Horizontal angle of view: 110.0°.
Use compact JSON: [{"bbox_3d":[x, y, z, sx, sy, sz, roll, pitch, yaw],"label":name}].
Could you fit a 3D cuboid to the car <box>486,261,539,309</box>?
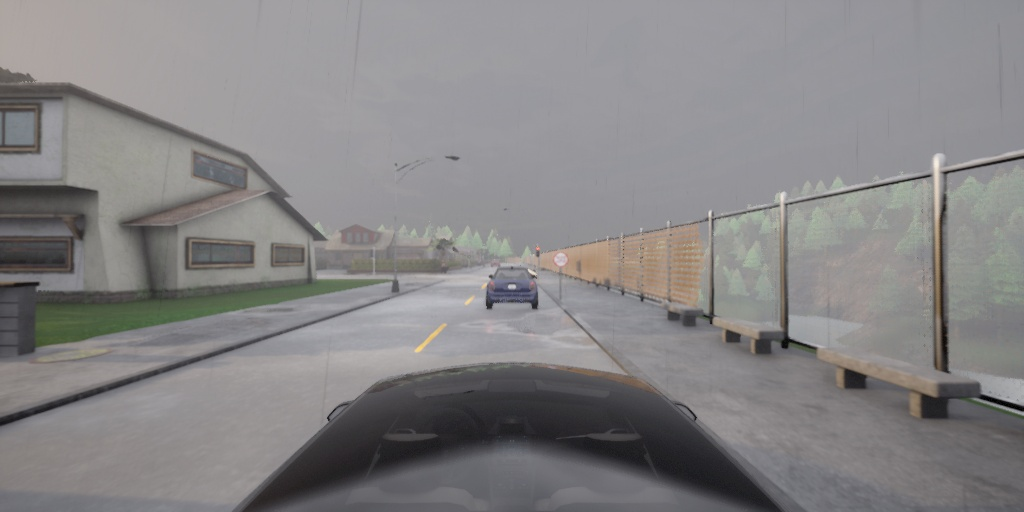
[{"bbox_3d":[0.006,1.234,15.936,2.097,1.767,4.553,0,-1,0],"label":"car"}]
